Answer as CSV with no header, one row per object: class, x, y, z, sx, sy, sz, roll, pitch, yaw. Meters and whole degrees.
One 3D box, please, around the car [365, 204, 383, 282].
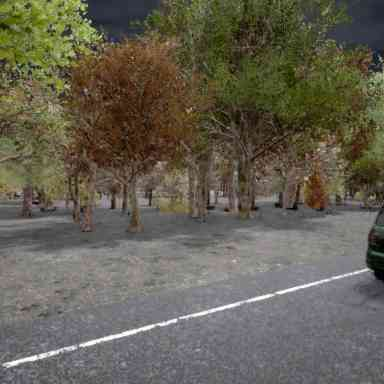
car,6.658,1.223,8.495,5.566,2.045,2.150,0,0,-36
